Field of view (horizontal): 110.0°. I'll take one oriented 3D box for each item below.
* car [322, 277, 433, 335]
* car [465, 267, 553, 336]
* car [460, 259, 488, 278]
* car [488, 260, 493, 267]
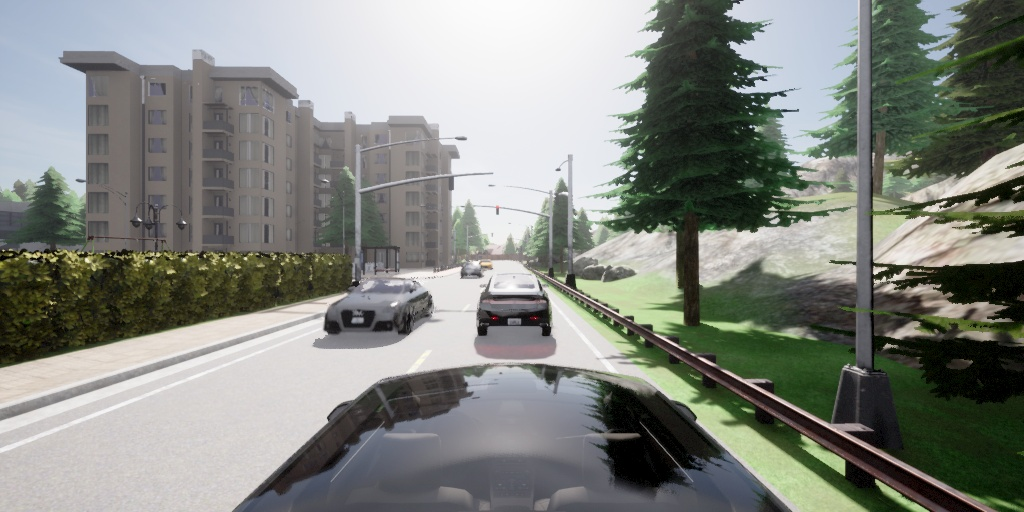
[{"bbox_3d":[-3.605,1.314,10.366,1.994,1.385,4.181,0,0,0],"label":"car"},{"bbox_3d":[0.062,1.242,10.370,2.128,1.511,4.902,0,0,0],"label":"car"},{"bbox_3d":[-3.658,1.241,33.300,2.128,1.511,4.902,0,0,0],"label":"car"},{"bbox_3d":[-3.691,1.227,50.620,1.882,1.535,5.008,0,0,0],"label":"car"}]
